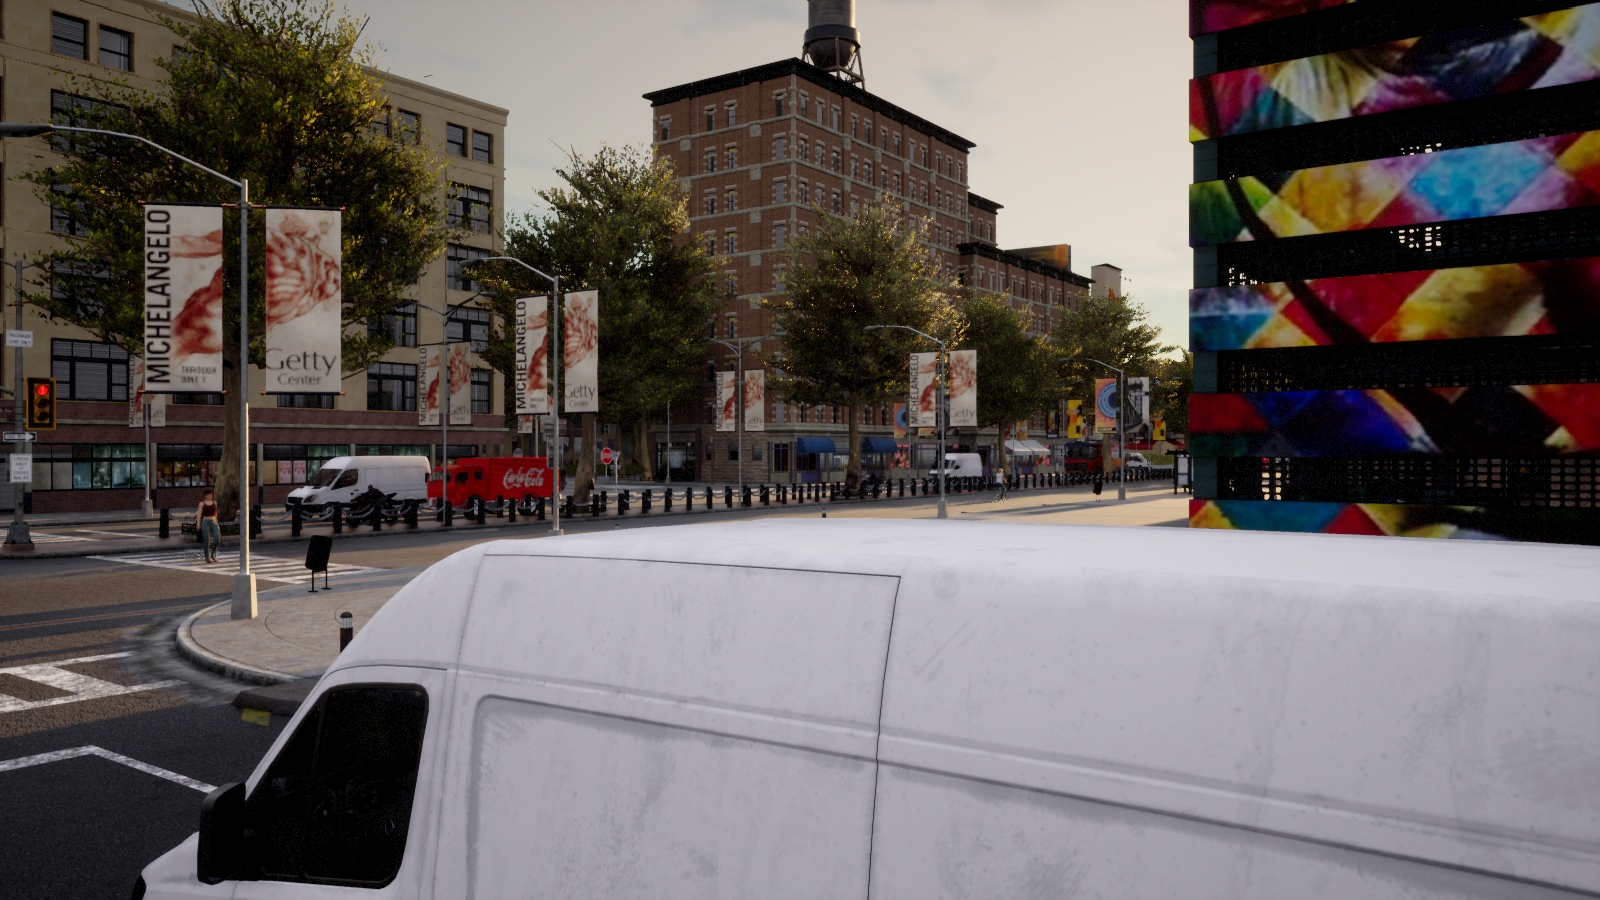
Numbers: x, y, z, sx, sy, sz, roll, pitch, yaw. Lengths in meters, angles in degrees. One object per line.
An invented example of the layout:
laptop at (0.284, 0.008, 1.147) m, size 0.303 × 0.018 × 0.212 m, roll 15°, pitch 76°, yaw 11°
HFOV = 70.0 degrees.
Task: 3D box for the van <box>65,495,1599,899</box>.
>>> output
van at (-0.118, 1.534, 3.913) m, size 5.915 × 2.561 × 1.988 m, roll 0°, pitch 0°, yaw 36°

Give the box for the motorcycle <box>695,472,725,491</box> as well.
motorcycle at (-6.349, 2.205, 80.495) m, size 0.867 × 1.251 × 2.209 m, roll 0°, pitch 0°, yaw 36°

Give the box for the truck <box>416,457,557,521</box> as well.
truck at (-13.076, 1.565, 47.908) m, size 2.627 × 2.467 × 5.204 m, roll 0°, pitch 0°, yaw 36°

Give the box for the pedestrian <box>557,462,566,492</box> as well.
pedestrian at (-14.912, 1.696, 71.498) m, size 0.375 × 1.860 × 0.375 m, roll 0°, pitch 0°, yaw 24°

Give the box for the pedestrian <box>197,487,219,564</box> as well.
pedestrian at (-14.529, 1.848, 28.026) m, size 0.375 × 1.860 × 0.375 m, roll 0°, pitch 0°, yaw 41°

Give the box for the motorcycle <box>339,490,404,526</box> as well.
motorcycle at (-16.269, 2.205, 43.436) m, size 0.867 × 1.251 × 2.209 m, roll 0°, pitch 0°, yaw 36°

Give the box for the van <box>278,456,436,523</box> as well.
van at (-18.065, 1.534, 46.934) m, size 1.988 × 2.561 × 5.915 m, roll 0°, pitch 0°, yaw 36°
